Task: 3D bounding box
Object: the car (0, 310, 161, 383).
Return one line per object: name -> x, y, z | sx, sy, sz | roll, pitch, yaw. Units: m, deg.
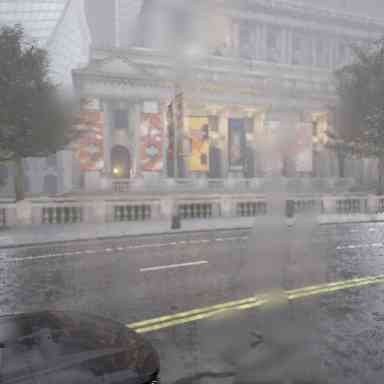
car -> -2.489, 1.478, 1.787 | 5.008, 1.535, 1.882 | -1, 1, -37
